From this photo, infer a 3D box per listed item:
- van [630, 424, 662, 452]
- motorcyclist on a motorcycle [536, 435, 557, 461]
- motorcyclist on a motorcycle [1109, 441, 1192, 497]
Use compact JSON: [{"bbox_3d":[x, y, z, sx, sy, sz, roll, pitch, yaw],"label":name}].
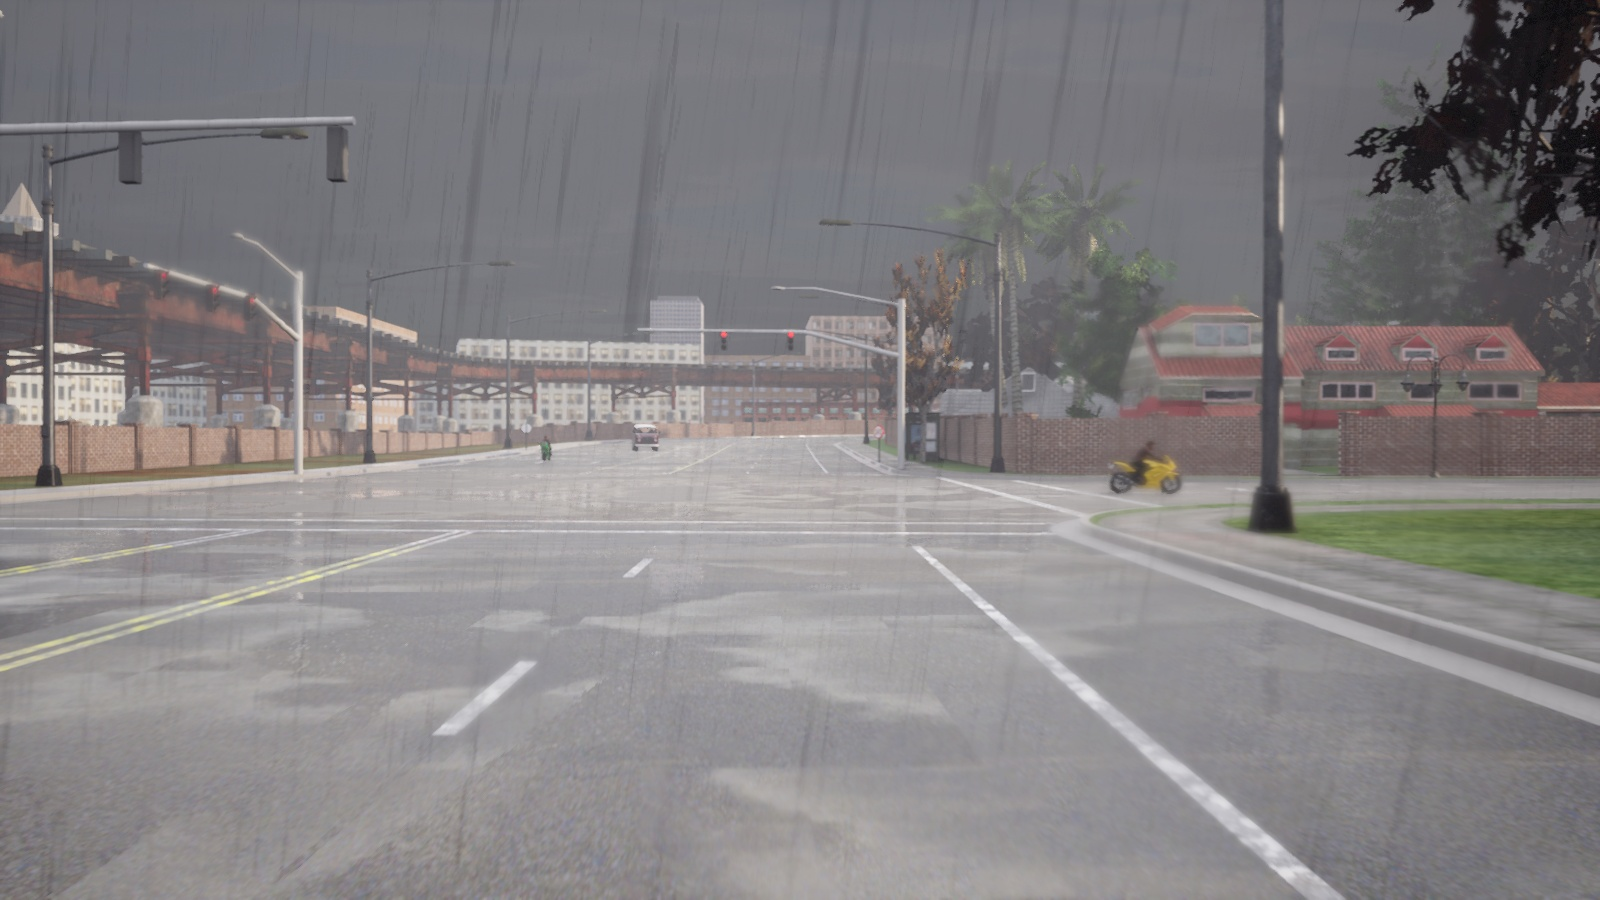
[{"bbox_3d":[-11.653,-0.953,94.875,2.069,2.038,4.480,0,2,-11],"label":"van"},{"bbox_3d":[-14.693,-0.130,72.825,0.797,1.523,2.044,0,1,-1],"label":"motorcyclist on a motorcycle"},{"bbox_3d":[9.695,0.506,34.760,2.044,1.523,0.797,0,0,-2],"label":"motorcyclist on a motorcycle"}]
